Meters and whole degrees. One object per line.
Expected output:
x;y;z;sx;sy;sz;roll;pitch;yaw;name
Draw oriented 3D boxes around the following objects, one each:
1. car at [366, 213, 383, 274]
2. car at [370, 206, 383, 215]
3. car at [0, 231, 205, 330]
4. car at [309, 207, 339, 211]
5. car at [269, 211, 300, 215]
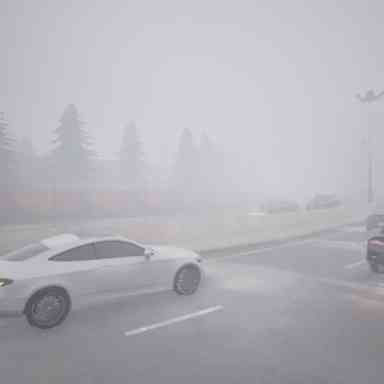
6.709;1.488;9.529;4.902;1.511;2.128;0;0;-42;car
11.556;1.523;19.256;1.812;1.442;4.674;0;0;43;car
-1.864;1.548;6.951;4.674;1.442;1.812;0;0;-37;car
12.826;1.243;32.099;2.150;2.045;5.566;0;0;36;car
9.226;1.539;33.151;1.837;1.490;4.892;0;0;37;car
